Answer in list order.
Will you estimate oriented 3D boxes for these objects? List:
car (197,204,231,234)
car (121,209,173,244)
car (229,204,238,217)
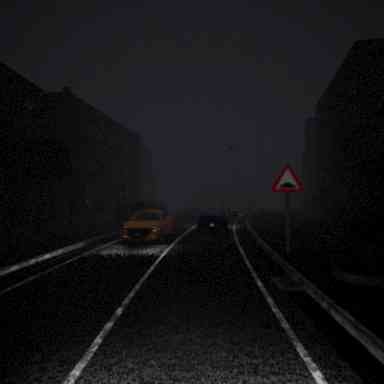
[{"bbox_3d":[1.412,1.780,21.583,1.882,1.535,5.008,0,-1,6],"label":"car"},{"bbox_3d":[-2.217,1.675,17.436,1.882,1.535,5.008,0,-1,5],"label":"car"},{"bbox_3d":[4.631,2.251,41.227,1.812,1.442,4.674,-1,-1,12],"label":"car"}]
